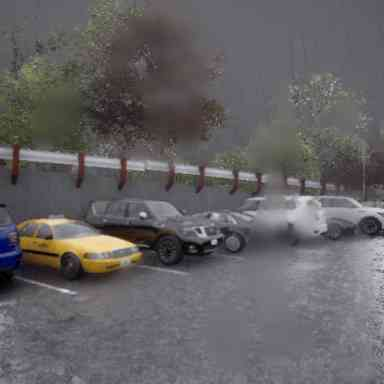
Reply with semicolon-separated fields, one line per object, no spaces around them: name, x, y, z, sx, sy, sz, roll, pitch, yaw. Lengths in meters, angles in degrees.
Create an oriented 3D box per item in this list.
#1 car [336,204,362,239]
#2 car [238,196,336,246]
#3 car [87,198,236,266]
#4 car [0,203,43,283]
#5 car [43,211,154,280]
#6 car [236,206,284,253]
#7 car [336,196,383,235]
car;5.809;1.510;17.127;4.792;1.488;2.163;-1;-1;34
car;3.295;1.231;15.409;5.566;2.045;2.435;-1;-1;34
car;-1.575;1.233;11.857;5.566;2.045;2.435;-1;-1;35
car;-6.545;1.236;8.384;5.566;2.045;2.435;-1;0;34
car;-3.903;1.480;10.018;5.366;1.575;1.946;-1;-1;34
car;0.863;1.484;13.616;4.892;1.521;2.231;-1;-1;35
car;8.266;1.228;18.889;5.566;2.045;2.435;-1;-1;34
